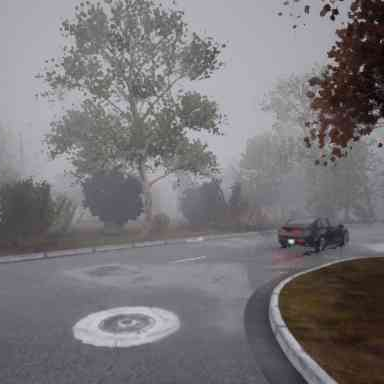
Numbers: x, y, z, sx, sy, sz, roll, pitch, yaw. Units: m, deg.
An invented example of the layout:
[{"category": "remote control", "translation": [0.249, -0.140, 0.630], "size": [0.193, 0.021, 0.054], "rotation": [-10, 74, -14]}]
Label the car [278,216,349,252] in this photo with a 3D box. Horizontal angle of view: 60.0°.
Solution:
[{"category": "car", "translation": [5.916, 1.915, 15.986], "size": [1.837, 1.490, 4.892], "rotation": [-2, -2, 43]}]
